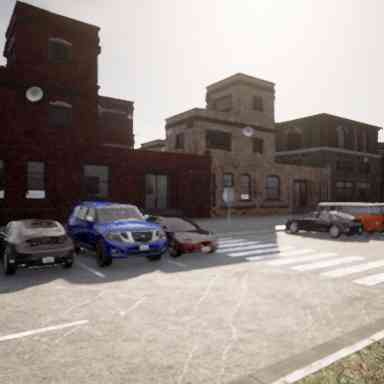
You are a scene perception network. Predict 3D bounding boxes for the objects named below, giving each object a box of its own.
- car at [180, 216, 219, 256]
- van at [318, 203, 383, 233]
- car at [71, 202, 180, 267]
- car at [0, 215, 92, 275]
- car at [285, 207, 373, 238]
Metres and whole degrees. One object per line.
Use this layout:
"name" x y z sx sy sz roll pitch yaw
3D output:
"car" -0.856 1.766 14.424 2.163 1.488 4.792 1 -1 -36
"van" 10.362 1.738 22.632 1.878 1.987 4.442 1 -1 -36
"car" -3.115 1.439 12.812 2.435 2.045 5.566 1 -1 -36
"car" -5.390 1.645 11.209 2.231 1.521 4.892 1 -1 -36
"car" 8.172 1.919 20.910 2.231 1.521 4.892 1 -1 -36
